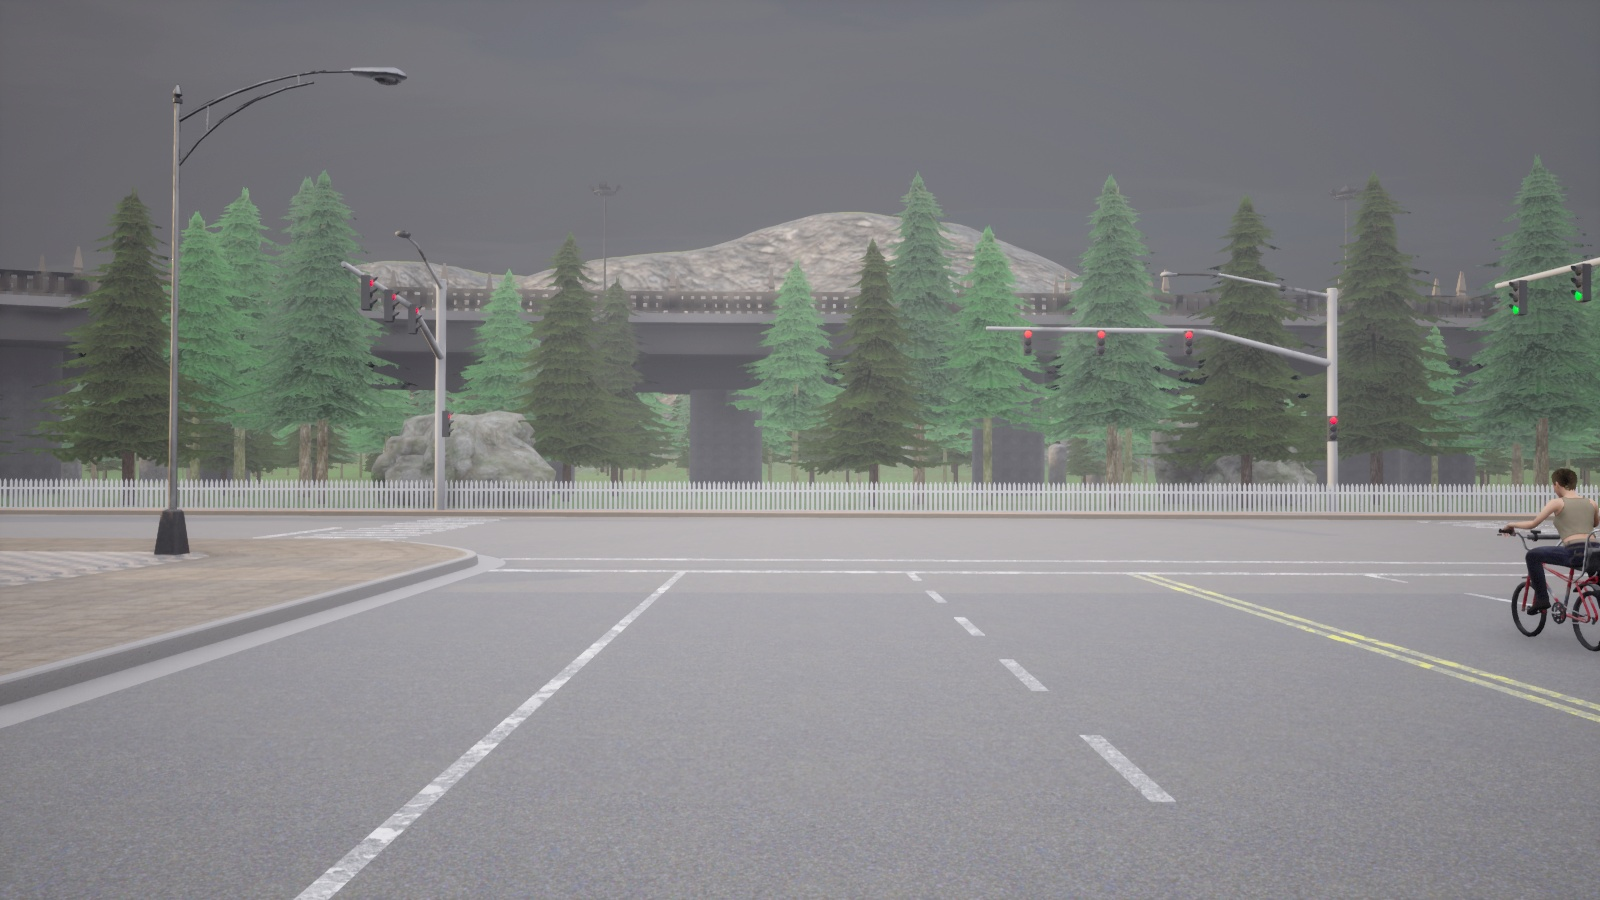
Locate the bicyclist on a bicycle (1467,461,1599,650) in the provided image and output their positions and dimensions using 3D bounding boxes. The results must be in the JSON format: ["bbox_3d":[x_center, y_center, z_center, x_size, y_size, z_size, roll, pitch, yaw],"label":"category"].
[{"bbox_3d":[6.975,0.916,11.527,0.866,1.612,1.509,0,-1,0],"label":"bicyclist on a bicycle"}]
